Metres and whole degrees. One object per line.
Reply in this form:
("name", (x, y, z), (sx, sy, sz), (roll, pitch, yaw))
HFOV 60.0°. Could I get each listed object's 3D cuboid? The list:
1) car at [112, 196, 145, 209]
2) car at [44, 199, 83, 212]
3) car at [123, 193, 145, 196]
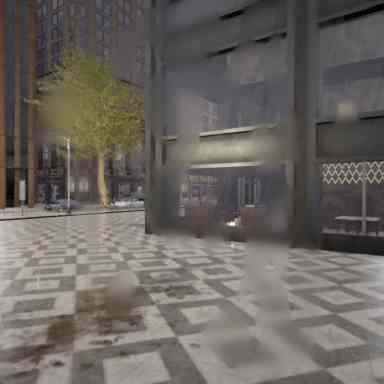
("car", (-7.412, 1.501, 42.233), (1.895, 1.301, 4.718), (0, 0, 36))
("car", (-14.516, 1.471, 37.796), (1.994, 1.385, 4.181), (0, 0, 35))
("car", (-8.435, 1.105, 46.290), (2.150, 2.045, 5.566), (0, 0, 35))
